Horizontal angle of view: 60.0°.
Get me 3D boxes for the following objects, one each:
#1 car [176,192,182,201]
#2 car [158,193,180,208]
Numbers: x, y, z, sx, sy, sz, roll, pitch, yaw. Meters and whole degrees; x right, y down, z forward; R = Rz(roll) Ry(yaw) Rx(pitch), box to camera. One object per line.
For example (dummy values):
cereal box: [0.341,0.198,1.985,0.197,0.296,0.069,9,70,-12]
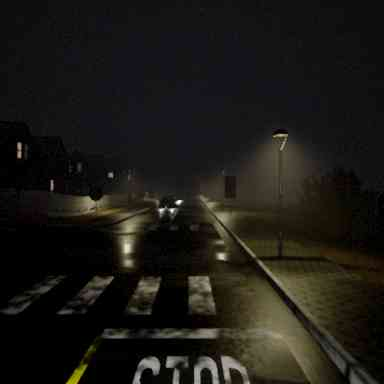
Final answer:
car: [-2.907,0.853,63.343,2.128,1.511,4.902,0,1,0]
car: [-2.851,1.146,39.162,2.033,1.411,5.357,0,1,0]
